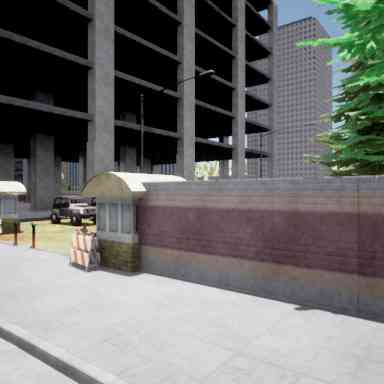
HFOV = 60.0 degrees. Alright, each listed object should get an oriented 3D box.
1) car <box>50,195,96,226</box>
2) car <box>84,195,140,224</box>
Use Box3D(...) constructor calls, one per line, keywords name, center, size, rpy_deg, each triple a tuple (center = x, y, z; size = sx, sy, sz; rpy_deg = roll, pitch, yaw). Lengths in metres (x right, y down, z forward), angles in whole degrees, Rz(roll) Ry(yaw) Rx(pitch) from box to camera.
Box3D(name="car", center=(-7.641, 1.169, 21.792), size=(3.866, 1.878, 1.905), rpy_deg=(0, 0, 38))
Box3D(name="car", center=(-5.842, 1.169, 24.119), size=(3.866, 1.878, 1.905), rpy_deg=(0, 0, 38))
